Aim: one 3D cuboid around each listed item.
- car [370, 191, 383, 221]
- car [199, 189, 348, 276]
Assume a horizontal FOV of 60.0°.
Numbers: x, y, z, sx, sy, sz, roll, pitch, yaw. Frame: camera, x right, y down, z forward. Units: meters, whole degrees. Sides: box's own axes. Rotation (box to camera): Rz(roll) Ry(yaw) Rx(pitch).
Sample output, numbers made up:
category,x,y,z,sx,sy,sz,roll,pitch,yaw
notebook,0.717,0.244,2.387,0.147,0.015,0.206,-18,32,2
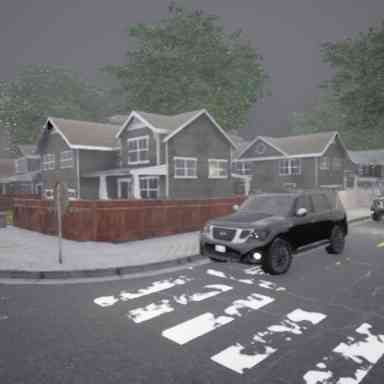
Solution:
category,x,y,z,sx,sy,sz,roll,pitch,yaw
car,12.447,0.624,19.612,5.566,2.045,2.150,-2,2,-45
car,2.693,0.958,9.984,5.566,2.045,2.150,-2,2,-43
